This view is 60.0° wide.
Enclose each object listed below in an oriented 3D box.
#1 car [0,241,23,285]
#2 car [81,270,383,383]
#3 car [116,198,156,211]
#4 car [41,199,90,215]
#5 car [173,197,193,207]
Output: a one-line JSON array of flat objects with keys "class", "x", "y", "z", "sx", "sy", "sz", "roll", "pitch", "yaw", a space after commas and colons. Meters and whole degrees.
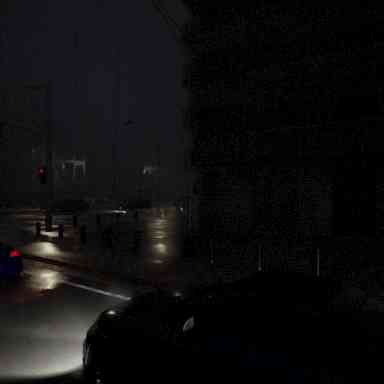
[{"class": "car", "x": -6.084, "y": 1.564, "z": 8.315, "sx": 4.181, "sy": 1.385, "sz": 1.994, "roll": 0, "pitch": 0, "yaw": 36}, {"class": "car", "x": 0.767, "y": 1.564, "z": 3.445, "sx": 4.181, "sy": 1.385, "sz": 1.994, "roll": 0, "pitch": 0, "yaw": 36}, {"class": "car", "x": -6.808, "y": 1.492, "z": 41.050, "sx": 2.033, "sy": 1.411, "sz": 5.357, "roll": 0, "pitch": 0, "yaw": 36}, {"class": "car", "x": -12.539, "y": 1.449, "z": 33.120, "sx": 1.837, "sy": 1.490, "sz": 4.892, "roll": 0, "pitch": 0, "yaw": 36}, {"class": "car", "x": -0.751, "y": 1.449, "z": 49.406, "sx": 1.837, "sy": 1.490, "sz": 4.892, "roll": 0, "pitch": 0, "yaw": 36}]
